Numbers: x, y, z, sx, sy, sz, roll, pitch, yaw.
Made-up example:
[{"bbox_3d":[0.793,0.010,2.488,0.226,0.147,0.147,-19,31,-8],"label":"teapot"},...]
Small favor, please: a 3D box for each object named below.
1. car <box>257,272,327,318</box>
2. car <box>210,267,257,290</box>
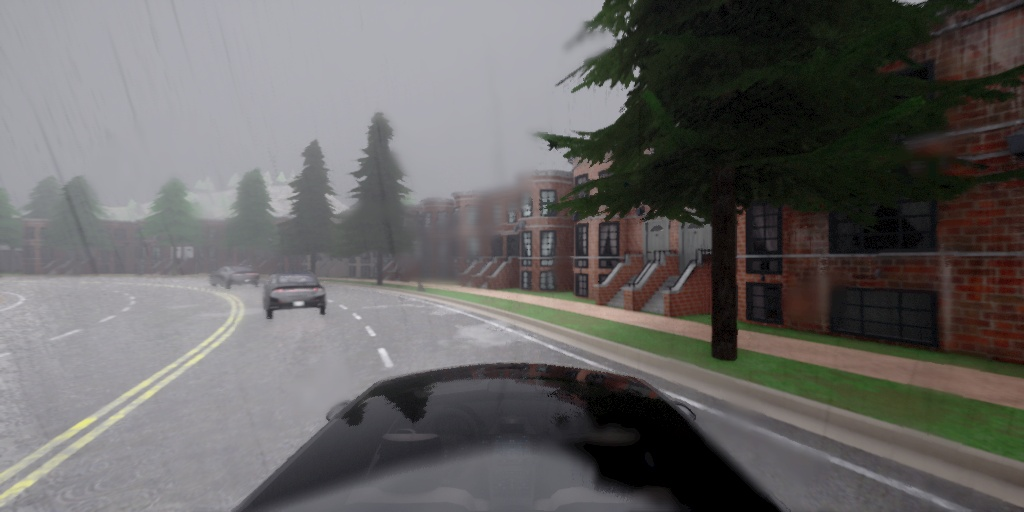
[{"bbox_3d":[-8.377,1.366,13.752,2.128,1.511,4.902,1,-1,-35],"label":"car"},{"bbox_3d":[-19.175,1.477,24.838,4.902,1.511,2.128,0,-1,36],"label":"car"}]
